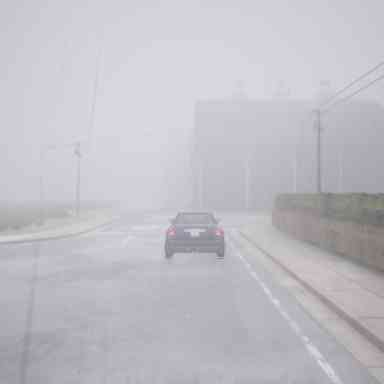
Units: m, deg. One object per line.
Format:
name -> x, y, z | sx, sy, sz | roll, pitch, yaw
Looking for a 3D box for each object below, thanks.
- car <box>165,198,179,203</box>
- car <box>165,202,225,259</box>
car -> -4.947, 2.241, 85.368 | 1.895, 1.301, 4.718 | 0, 0, 24
car -> 0.101, 1.452, 13.248 | 2.097, 1.767, 4.553 | 0, -1, 0
